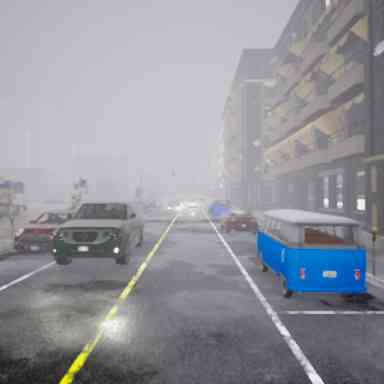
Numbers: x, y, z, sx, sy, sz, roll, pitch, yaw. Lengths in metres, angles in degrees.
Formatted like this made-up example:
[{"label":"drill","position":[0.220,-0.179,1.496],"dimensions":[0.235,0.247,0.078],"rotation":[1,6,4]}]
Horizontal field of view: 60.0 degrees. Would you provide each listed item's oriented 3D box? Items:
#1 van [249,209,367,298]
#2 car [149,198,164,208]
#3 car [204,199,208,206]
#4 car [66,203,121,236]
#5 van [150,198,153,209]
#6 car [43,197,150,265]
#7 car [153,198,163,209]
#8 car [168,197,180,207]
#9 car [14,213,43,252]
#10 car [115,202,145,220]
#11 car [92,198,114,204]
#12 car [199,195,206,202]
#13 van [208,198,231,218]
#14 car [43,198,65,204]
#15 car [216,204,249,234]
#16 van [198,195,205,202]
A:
[{"label":"van","position":[2.701,1.383,8.362],"dimensions":[1.690,1.788,3.998],"rotation":[1,0,0]},{"label":"car","position":[-5.664,1.775,53.494],"dimensions":[1.887,1.381,4.507],"rotation":[1,0,0]},{"label":"car","position":[2.688,1.732,36.593],"dimensions":[1.947,1.339,4.313],"rotation":[1,0,0]},{"label":"car","position":[-5.652,1.534,19.620],"dimensions":[1.967,1.590,4.097],"rotation":[1,0,0]},{"label":"van","position":[-5.656,1.506,36.557],"dimensions":[1.690,1.788,3.998],"rotation":[1,0,0]},{"label":"car","position":[-3.103,1.282,12.276],"dimensions":[2.150,2.045,5.566],"rotation":[0,0,0]},{"label":"car","position":[-5.661,1.649,47.849],"dimensions":[1.967,1.590,4.097],"rotation":[1,0,0]},{"label":"car","position":[-3.019,1.911,56.973],"dimensions":[1.895,1.301,4.718],"rotation":[0,0,0]},{"label":"car","position":[-5.656,1.508,13.974],"dimensions":[1.967,1.590,4.097],"rotation":[1,0,0]},{"label":"car","position":[-5.657,1.687,30.911],"dimensions":[1.887,1.381,4.507],"rotation":[1,0,0]},{"label":"car","position":[-19.742,1.999,73.803],"dimensions":[4.403,1.369,2.008],"rotation":[0,-1,1]},{"label":"car","position":[2.673,1.887,86.017],"dimensions":[2.008,1.369,4.403],"rotation":[1,0,0]},{"label":"van","position":[2.694,1.484,30.948],"dimensions":[1.690,1.788,3.998],"rotation":[1,0,0]},{"label":"car","position":[-30.703,2.082,73.948],"dimensions":[4.206,1.307,1.802],"rotation":[0,-1,1]},{"label":"car","position":[2.694,1.639,19.655],"dimensions":[1.887,1.381,4.507],"rotation":[1,0,0]},{"label":"van","position":[2.674,1.692,91.597],"dimensions":[1.690,1.788,3.998],"rotation":[1,0,0]}]
